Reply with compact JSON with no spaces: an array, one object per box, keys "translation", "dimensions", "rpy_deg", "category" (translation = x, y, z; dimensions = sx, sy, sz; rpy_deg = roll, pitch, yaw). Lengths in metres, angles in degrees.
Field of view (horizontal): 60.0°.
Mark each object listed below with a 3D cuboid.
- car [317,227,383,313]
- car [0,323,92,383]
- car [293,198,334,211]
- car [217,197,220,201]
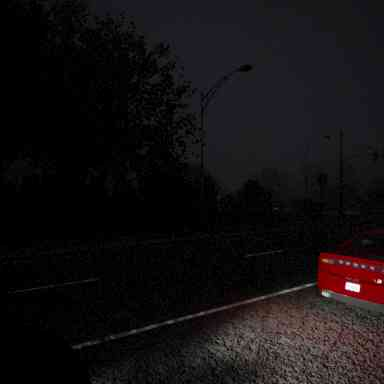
[{"translation":[4.771,1.478,7.128],"dimensions":[5.008,1.535,1.882],"rpy_deg":[0,0,-35],"category":"car"},{"translation":[-2.980,1.492,1.628],"dimensions":[4.902,1.511,2.128],"rpy_deg":[0,0,-35],"category":"car"},{"translation":[14.463,1.478,39.831],"dimensions":[1.882,1.535,5.008],"rpy_deg":[0,0,-33],"category":"car"},{"translation":[3.913,1.454,56.641],"dimensions":[1.812,1.442,4.674],"rpy_deg":[0,1,-32],"category":"car"}]
